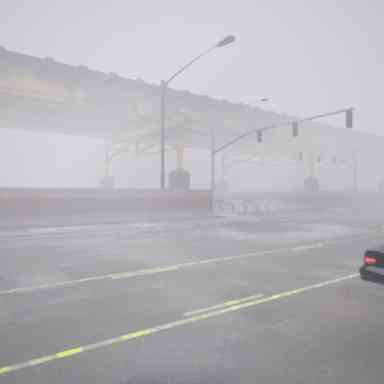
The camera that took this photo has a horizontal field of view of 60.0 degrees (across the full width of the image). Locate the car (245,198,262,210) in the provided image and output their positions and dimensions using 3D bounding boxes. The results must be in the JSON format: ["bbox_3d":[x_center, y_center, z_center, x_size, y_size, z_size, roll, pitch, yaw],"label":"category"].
[{"bbox_3d":[7.063,1.509,41.360,2.038,1.542,4.974,0,0,18],"label":"car"}]

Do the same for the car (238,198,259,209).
[{"bbox_3d":[7.079,1.351,41.410,1.853,1.218,4.536,0,0,18],"label":"car"}]

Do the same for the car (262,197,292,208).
[{"bbox_3d":[10.925,1.360,45.110,4.536,1.218,1.853,0,0,-7],"label":"car"}]

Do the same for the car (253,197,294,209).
[{"bbox_3d":[10.977,1.518,45.117,4.974,1.542,2.038,0,0,-7],"label":"car"}]

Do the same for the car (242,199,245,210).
[{"bbox_3d":[3.316,1.502,38.678,4.974,1.542,2.038,0,0,8],"label":"car"}]

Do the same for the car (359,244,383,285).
[{"bbox_3d":[6.300,1.565,8.273,5.357,1.411,2.033,0,0,-35],"label":"car"}]

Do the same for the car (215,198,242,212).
[{"bbox_3d":[3.265,1.344,38.686,4.536,1.218,1.853,0,0,8],"label":"car"}]
